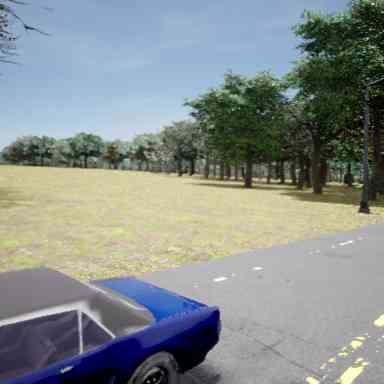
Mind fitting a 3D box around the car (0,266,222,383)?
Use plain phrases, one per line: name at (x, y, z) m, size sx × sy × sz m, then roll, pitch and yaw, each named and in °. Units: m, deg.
car at (-1.938, 1.489, 2.794) m, size 4.718 × 1.301 × 1.895 m, roll 0°, pitch 2°, yaw -44°
